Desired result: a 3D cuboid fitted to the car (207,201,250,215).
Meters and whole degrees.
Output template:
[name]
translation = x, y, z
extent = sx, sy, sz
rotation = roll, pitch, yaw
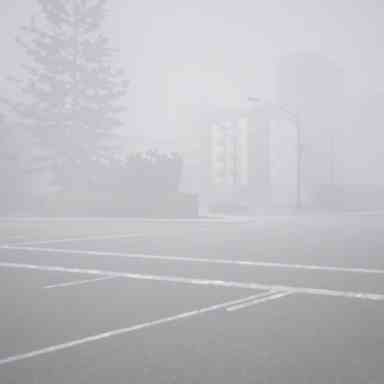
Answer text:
[car]
translation = 3.615, 1.535, 33.428
extent = 1.895, 1.301, 4.718
rotation = 0, 0, -35
